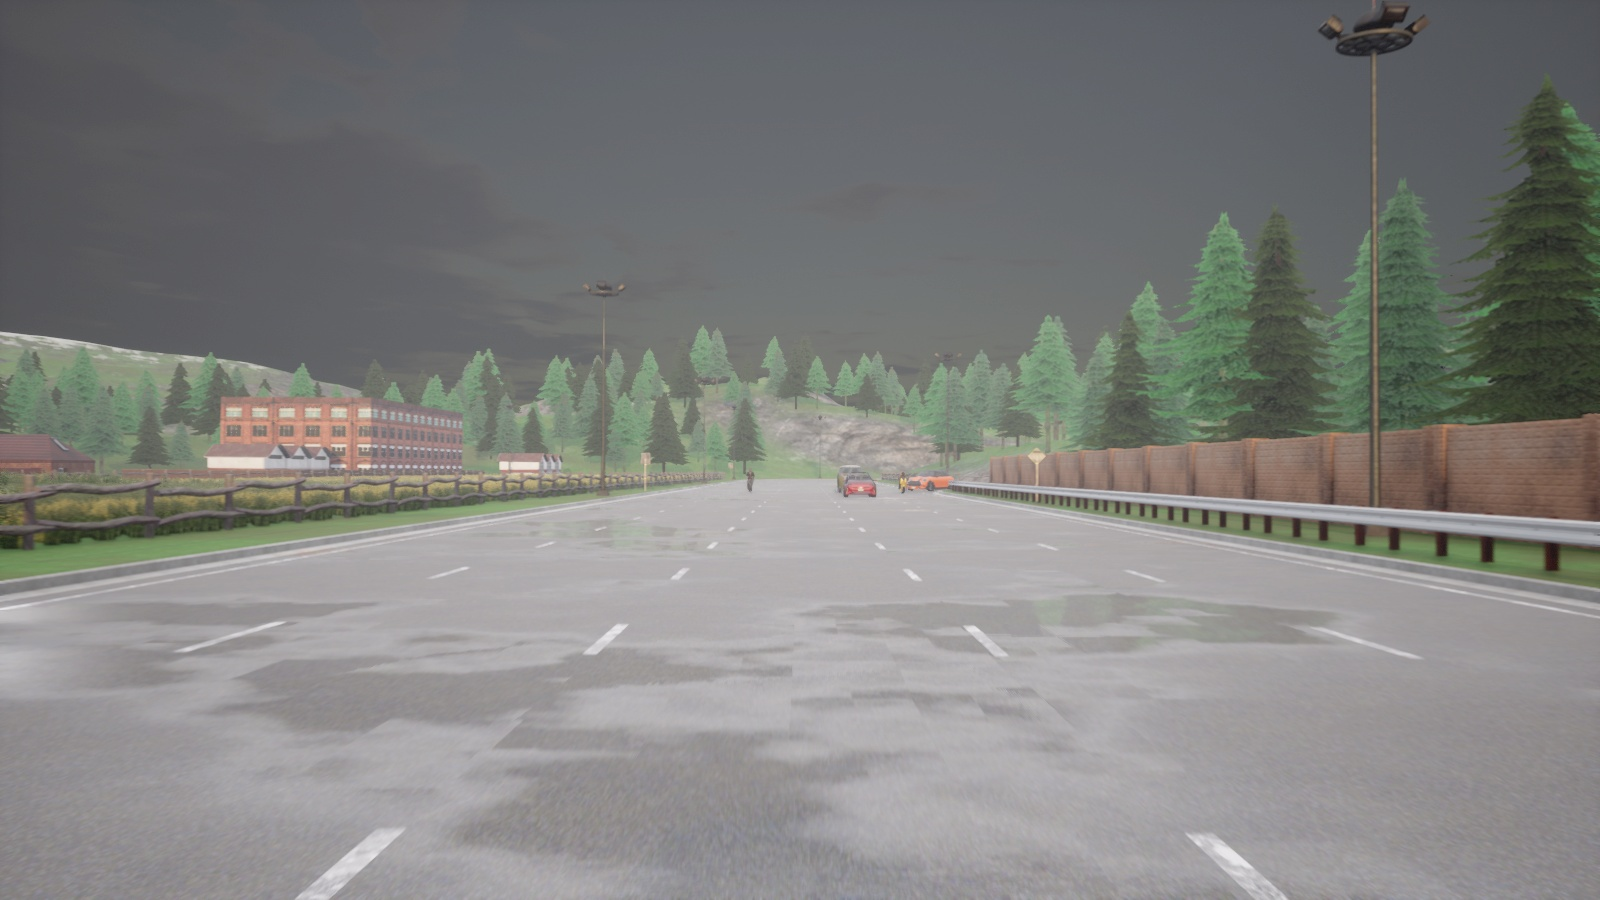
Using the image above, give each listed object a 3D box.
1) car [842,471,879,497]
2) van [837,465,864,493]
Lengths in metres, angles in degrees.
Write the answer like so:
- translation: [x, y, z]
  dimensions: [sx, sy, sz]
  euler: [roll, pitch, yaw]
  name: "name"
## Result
- translation: [3.558, 2.005, 75.136]
  dimensions: [2.007, 1.525, 4.514]
  euler: [0, -1, 0]
  name: "car"
- translation: [3.610, 2.068, 90.509]
  dimensions: [1.775, 1.987, 4.442]
  euler: [0, -1, 0]
  name: "van"
